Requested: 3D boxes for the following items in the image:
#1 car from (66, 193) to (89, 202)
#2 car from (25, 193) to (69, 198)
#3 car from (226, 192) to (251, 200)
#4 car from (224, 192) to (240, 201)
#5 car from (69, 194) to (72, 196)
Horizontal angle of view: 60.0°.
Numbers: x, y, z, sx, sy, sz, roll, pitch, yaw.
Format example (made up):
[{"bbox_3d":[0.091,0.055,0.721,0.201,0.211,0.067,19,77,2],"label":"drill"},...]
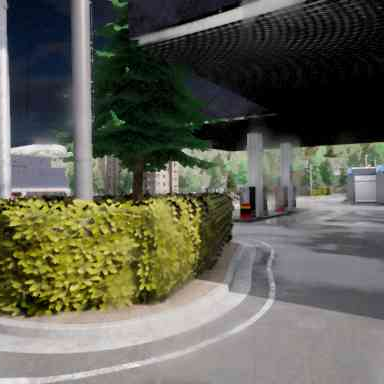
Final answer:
[{"bbox_3d":[-22.852,1.089,66.483,4.605,1.855,1.932,-1,1,35],"label":"car"},{"bbox_3d":[-14.742,1.175,33.583,3.866,1.878,1.905,-1,1,35],"label":"car"},{"bbox_3d":[9.252,0.804,66.485,4.514,1.523,2.007,-1,1,35],"label":"car"},{"bbox_3d":[7.478,0.843,63.897,5.027,1.636,2.152,-1,1,35],"label":"car"},{"bbox_3d":[-24.198,1.110,63.875,3.866,1.878,1.905,-1,1,35],"label":"car"}]
